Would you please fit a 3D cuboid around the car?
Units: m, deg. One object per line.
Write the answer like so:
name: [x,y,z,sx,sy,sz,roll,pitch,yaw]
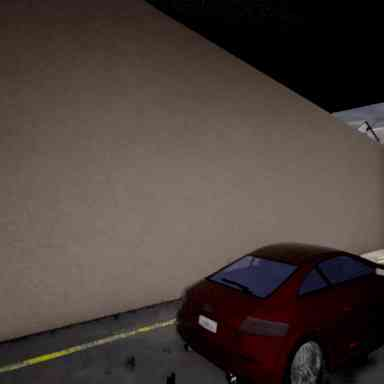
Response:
car: [1.825,1.497,5.096,4.181,1.385,1.994,-1,1,-35]
